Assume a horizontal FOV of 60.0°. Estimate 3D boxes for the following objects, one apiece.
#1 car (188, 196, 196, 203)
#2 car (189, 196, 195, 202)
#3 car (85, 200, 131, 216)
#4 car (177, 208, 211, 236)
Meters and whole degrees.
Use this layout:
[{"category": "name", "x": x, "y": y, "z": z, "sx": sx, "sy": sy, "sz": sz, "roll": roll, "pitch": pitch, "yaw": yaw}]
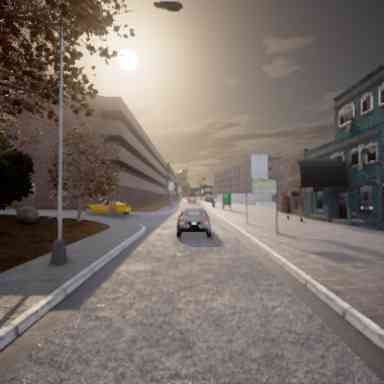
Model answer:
[{"category": "car", "x": 0.011, "y": 1.860, "z": 82.658, "sx": 2.097, "sy": 1.767, "sz": 4.553, "roll": 0, "pitch": 0, "yaw": 0}, {"category": "car", "x": 0.012, "y": 1.903, "z": 92.702, "sx": 1.812, "sy": 1.442, "sz": 4.674, "roll": 0, "pitch": -1, "yaw": 0}, {"category": "car", "x": -8.478, "y": 1.560, "z": 33.299, "sx": 5.008, "sy": 1.535, "sz": 1.882, "roll": 1, "pitch": -2, "yaw": 28}, {"category": "car", "x": 0.102, "y": 1.614, "z": 18.696, "sx": 2.033, "sy": 1.411, "sz": 5.357, "roll": 0, "pitch": -1, "yaw": 0}]
